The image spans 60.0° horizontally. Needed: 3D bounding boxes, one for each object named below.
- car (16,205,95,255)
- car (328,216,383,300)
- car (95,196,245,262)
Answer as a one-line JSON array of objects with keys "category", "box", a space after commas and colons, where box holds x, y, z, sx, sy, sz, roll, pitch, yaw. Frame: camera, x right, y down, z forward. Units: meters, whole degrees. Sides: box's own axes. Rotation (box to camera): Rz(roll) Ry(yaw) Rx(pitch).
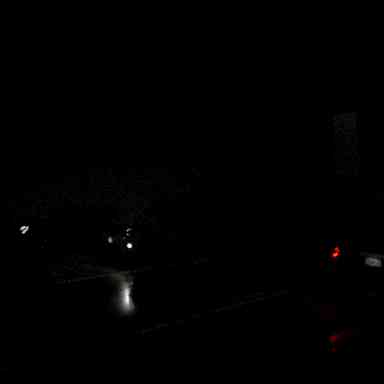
[{"category": "car", "box": [-4.876, 1.327, 13.409, 4.553, 1.767, 2.097, 0, 0, -35]}, {"category": "car", "box": [5.064, 1.294, 7.353, 4.553, 1.767, 2.097, 0, 0, -35]}, {"category": "car", "box": [-0.382, 1.175, 12.314, 5.566, 2.045, 2.150, -1, 0, -35]}]
